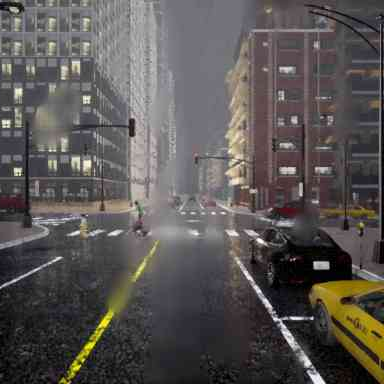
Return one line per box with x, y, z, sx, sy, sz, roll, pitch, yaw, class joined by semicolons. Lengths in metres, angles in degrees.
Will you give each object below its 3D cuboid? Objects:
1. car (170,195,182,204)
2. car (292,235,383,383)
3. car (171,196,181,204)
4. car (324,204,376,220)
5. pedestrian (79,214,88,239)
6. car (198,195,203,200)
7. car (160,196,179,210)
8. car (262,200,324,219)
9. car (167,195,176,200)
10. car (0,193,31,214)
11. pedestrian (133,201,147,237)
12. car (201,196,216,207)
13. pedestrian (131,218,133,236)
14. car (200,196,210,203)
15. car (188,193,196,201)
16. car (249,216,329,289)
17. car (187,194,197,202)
-3.077;1.580;53.310;1.994;1.385;4.181;0;0;1;car
2.693;1.525;3.486;1.752;1.417;4.829;0;0;0;car
-3.043;1.529;64.265;1.837;1.490;4.892;0;0;0;car
14.646;1.837;31.338;4.829;1.417;1.752;1;-1;0;car
-5.085;1.575;15.858;0.375;1.300;0.375;0;0;0;pedestrian
2.698;1.574;63.940;2.008;1.369;4.403;0;0;0;car
-3.114;1.557;43.290;2.033;1.411;5.357;0;0;-4;car
8.437;1.542;28.681;4.553;1.767;2.097;1;0;0;car
-5.680;1.599;92.183;2.008;1.369;4.403;0;0;0;car
-17.690;1.030;31.063;5.009;1.841;2.192;1;-1;0;car
-2.550;1.295;16.458;0.375;1.860;0.375;0;0;0;pedestrian
2.747;1.596;51.023;1.802;1.307;4.206;0;0;0;car
-2.775;1.295;17.060;0.375;1.860;0.375;0;0;0;pedestrian
2.699;1.578;69.588;2.008;1.369;4.403;0;0;0;car
0.009;1.227;83.594;2.097;1.767;4.553;0;0;0;car
2.693;1.566;8.999;1.947;1.339;4.313;0;0;0;car
0.008;1.547;73.621;1.812;1.442;4.674;0;0;0;car
